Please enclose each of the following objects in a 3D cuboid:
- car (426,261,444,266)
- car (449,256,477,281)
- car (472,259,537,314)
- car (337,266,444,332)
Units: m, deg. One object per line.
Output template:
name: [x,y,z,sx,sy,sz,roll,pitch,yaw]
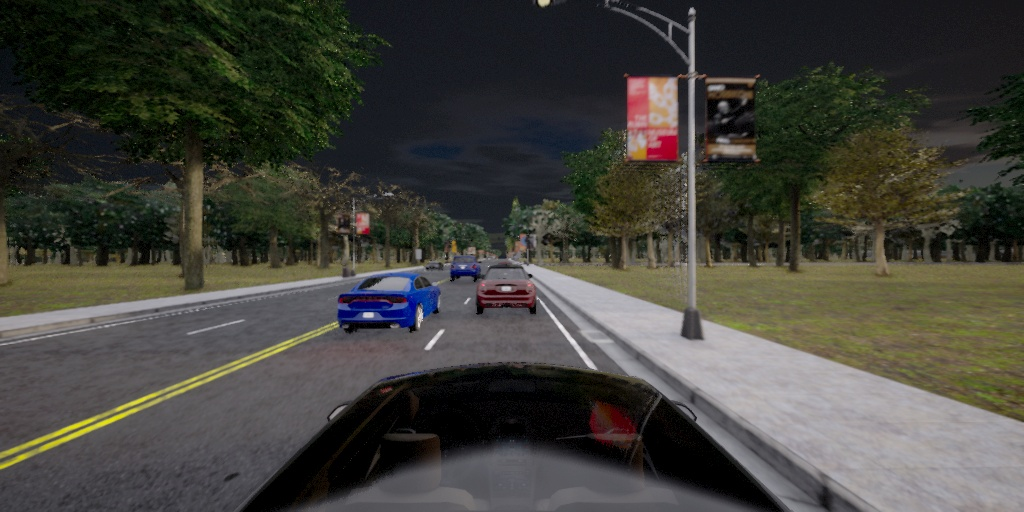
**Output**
car: [-10.797,1.345,50.196,1.994,1.385,4.181,0,0,-1]
car: [-3.781,0.985,29.885,2.150,2.045,5.566,0,0,-1]
car: [-0.226,1.105,14.007,2.097,1.767,4.553,0,0,-1]
car: [-3.416,1.234,10.889,1.882,1.535,5.008,0,0,-1]
